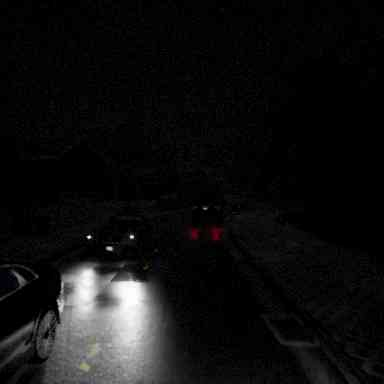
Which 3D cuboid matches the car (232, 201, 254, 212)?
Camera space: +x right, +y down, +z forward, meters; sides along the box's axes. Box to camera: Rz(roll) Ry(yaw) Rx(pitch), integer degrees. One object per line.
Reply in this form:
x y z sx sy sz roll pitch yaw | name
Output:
6.538 1.792 42.510 1.994 1.385 4.181 0 -1 23 | car

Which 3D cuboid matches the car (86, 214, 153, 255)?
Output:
-2.746 1.596 13.367 1.895 1.301 4.718 0 0 0 | car

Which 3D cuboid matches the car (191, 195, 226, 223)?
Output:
1.350 1.246 25.647 2.150 2.045 5.566 0 0 9 | car

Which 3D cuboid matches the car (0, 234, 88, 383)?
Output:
-2.828 1.491 3.054 2.128 1.511 4.902 0 0 0 | car
